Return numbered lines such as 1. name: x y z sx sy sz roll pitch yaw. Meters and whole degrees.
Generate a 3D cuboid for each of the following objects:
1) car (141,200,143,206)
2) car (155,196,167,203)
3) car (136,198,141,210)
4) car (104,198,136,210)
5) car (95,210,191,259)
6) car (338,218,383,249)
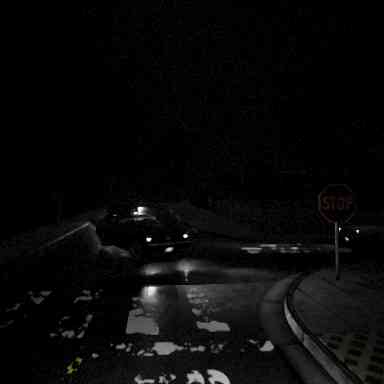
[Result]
1. car: -8.579 1.545 50.750 1.895 1.301 4.718 0 0 -5
2. car: -6.285 1.547 66.769 1.812 1.442 4.674 0 0 3
3. car: -7.156 1.406 38.234 1.882 1.535 5.008 0 0 -7
4. car: -5.629 1.450 26.014 1.837 1.490 4.892 0 1 -7
5. car: -2.074 1.596 12.881 1.895 1.301 4.718 0 0 -36
6. car: 9.080 1.801 14.984 4.718 1.301 1.895 1 -3 -5
